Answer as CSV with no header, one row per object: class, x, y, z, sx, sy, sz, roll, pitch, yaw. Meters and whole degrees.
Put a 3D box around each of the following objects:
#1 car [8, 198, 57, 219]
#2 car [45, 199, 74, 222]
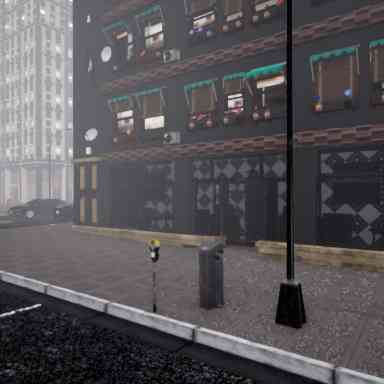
car,-11.913,1.239,26.411,1.837,1.490,4.892,0,1,35
car,-7.349,1.279,22.815,1.947,1.339,4.313,1,1,35
